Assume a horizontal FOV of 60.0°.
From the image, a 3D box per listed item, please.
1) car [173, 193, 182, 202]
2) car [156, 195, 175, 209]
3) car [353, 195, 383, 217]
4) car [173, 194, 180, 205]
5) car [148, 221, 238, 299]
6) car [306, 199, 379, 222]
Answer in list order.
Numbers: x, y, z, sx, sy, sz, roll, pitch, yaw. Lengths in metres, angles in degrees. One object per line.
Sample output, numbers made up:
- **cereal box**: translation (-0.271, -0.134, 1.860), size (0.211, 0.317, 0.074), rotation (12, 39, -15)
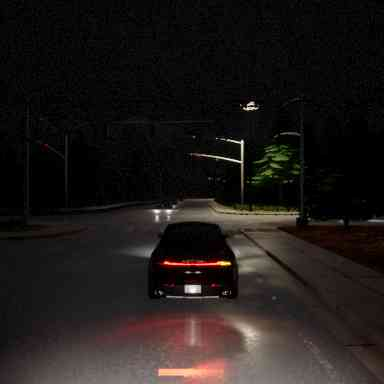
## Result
- **car**: translation (-3.322, 1.174, 74.503), size (2.150, 2.045, 5.566), rotation (0, 0, 2)
- **car**: translation (-3.681, 1.505, 44.378), size (1.837, 1.490, 4.892), rotation (0, 0, 0)
- **car**: translation (15.543, 1.248, 29.587), size (5.566, 2.045, 2.150), rotation (0, 0, 1)
- **car**: translation (-3.665, 1.547, 58.477), size (2.033, 1.411, 5.357), rotation (0, 0, 0)
- **car**: translation (0.032, 1.501, 8.438), size (1.837, 1.490, 4.892), rotation (0, 0, 0)
- **car**: translation (11.409, 1.532, 25.885), size (4.892, 1.490, 1.837), rotation (0, 0, 0)
